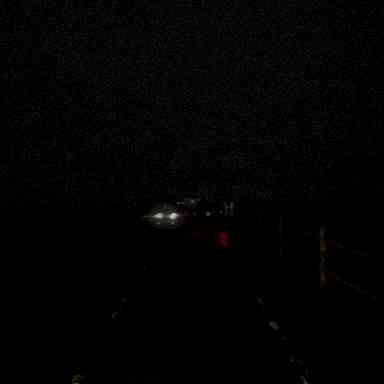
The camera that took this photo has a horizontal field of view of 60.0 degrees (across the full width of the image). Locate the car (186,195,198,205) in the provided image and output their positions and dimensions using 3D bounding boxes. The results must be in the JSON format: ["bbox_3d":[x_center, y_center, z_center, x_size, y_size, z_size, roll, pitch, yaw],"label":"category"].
[{"bbox_3d":[0.042,1.361,59.059,2.097,1.767,4.553,0,0,0],"label":"car"}]

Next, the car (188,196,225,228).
[{"bbox_3d":[0.977,1.345,21.984,2.097,1.767,4.553,0,0,0],"label":"car"}]

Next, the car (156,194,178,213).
[{"bbox_3d":[-2.818,1.221,37.880,2.150,2.045,5.566,0,0,0],"label":"car"}]

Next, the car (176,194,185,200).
[{"bbox_3d":[-2.695,1.168,78.589,2.128,1.511,4.902,0,0,0],"label":"car"}]

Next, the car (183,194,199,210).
[{"bbox_3d":[0.065,1.220,43.932,2.150,2.045,5.566,0,0,1],"label":"car"}]
